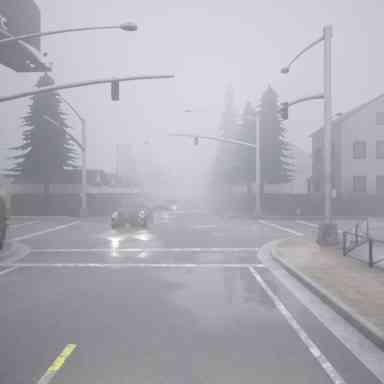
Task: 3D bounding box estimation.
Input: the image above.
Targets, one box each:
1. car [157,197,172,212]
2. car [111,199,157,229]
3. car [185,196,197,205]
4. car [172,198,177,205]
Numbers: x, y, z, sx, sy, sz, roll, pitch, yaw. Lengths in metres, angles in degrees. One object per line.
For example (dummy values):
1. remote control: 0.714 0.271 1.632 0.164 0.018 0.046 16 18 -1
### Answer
1. car: -3.662 1.525 39.188 1.812 1.442 4.674 0 0 0
2. car: -3.657 1.287 20.940 2.097 1.767 4.553 -1 0 0
3. car: -0.100 1.491 59.300 2.128 1.511 4.902 0 0 0
4. car: -3.611 1.601 57.928 1.895 1.301 4.718 0 0 0
